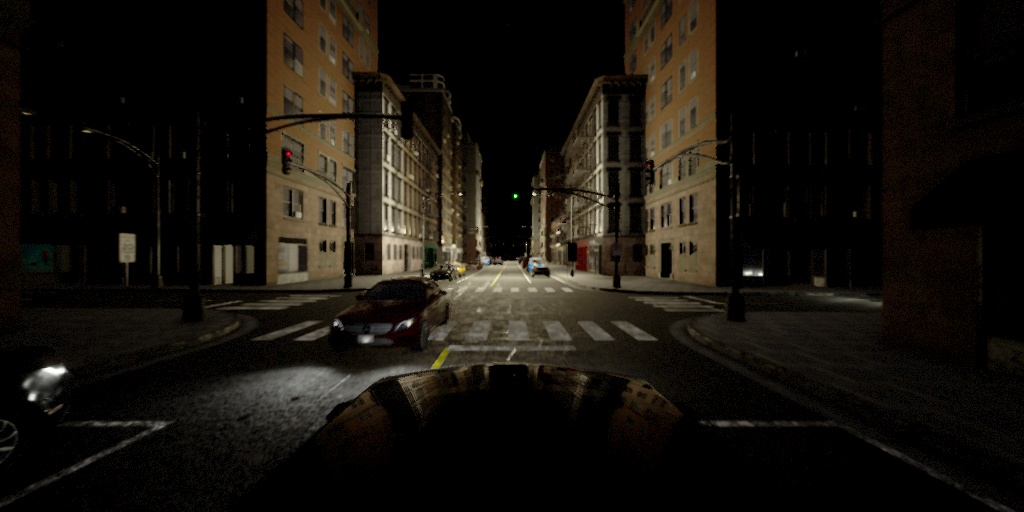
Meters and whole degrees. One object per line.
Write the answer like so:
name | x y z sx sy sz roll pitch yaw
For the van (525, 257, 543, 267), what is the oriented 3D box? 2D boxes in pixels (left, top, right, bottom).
van | 2.650 1.091 39.527 1.690 1.789 3.998 0 0 0

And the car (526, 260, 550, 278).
car | 2.648 1.301 34.121 2.007 1.370 4.403 0 0 0

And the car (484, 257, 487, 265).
car | -5.401 1.276 55.576 1.751 1.417 4.829 0 0 0

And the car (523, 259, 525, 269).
car | 2.653 1.332 44.933 1.802 1.307 4.207 0 0 0

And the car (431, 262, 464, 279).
car | -5.383 1.301 28.716 2.007 1.370 4.403 0 0 0

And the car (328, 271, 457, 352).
car | -2.746 1.289 9.063 1.812 1.442 4.674 0 0 0

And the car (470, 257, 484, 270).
car | -5.398 1.190 50.341 1.967 1.591 4.097 0 0 0

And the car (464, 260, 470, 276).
car | -5.387 1.275 33.952 1.751 1.417 4.829 0 0 0

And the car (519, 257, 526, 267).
car | 2.659 1.065 55.746 2.192 1.841 5.009 0 0 0

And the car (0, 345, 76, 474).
car | -5.388 1.300 1.840 2.007 1.370 4.403 0 0 0
